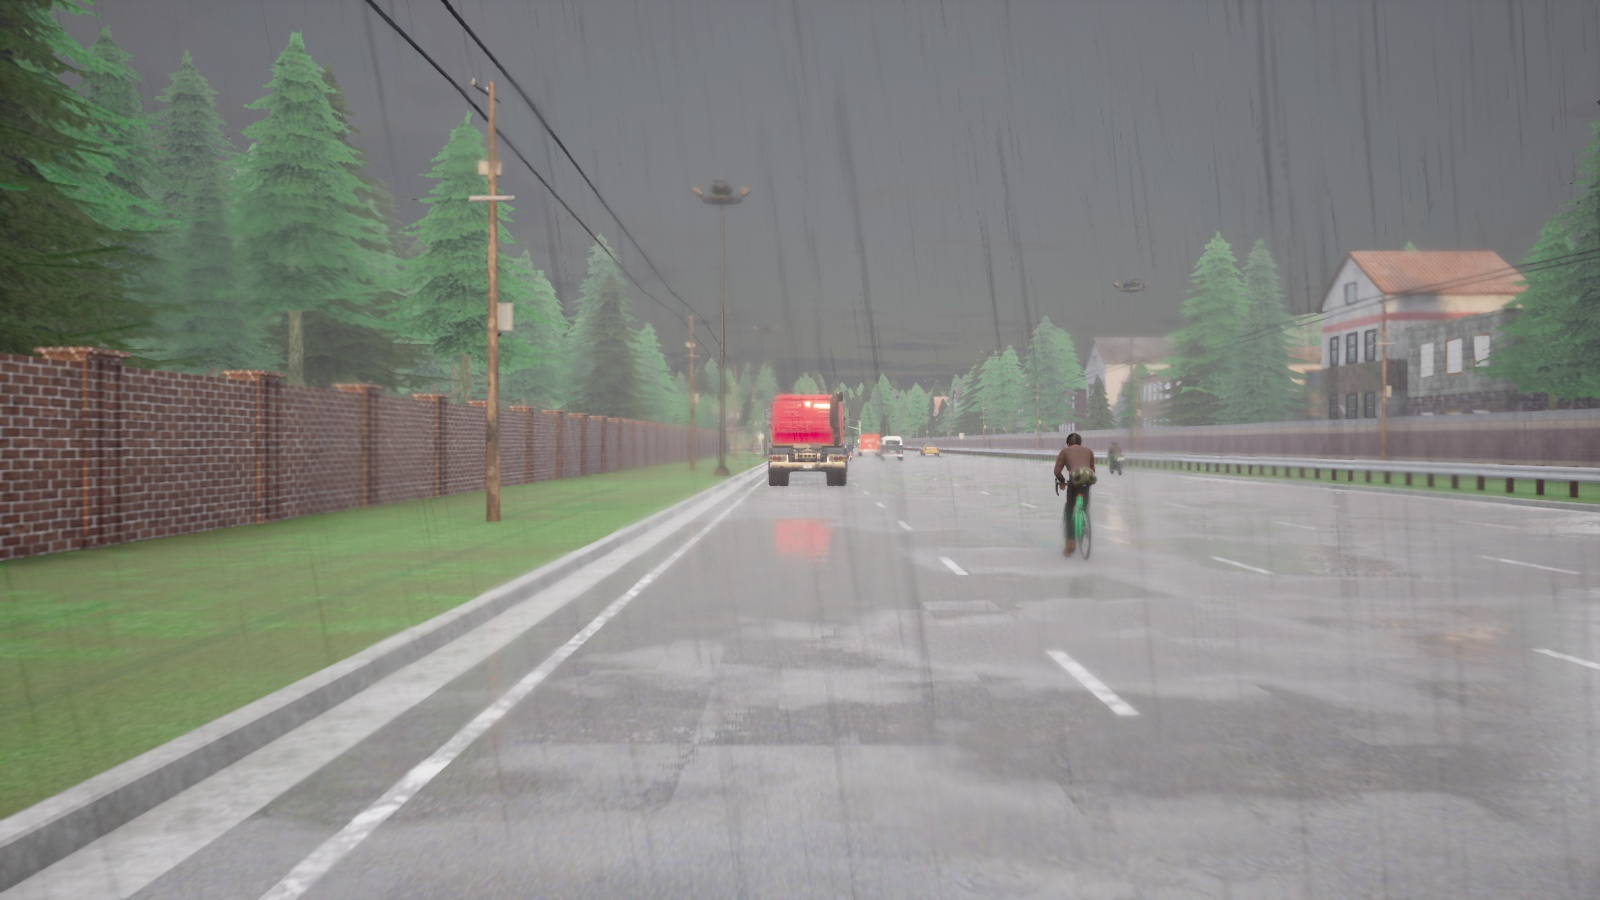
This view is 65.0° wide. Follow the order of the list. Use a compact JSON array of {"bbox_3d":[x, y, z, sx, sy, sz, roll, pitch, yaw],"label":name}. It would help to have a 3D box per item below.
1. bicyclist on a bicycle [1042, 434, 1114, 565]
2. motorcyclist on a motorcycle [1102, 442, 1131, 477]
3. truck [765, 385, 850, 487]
[{"bbox_3d":[3.609,0.610,16.390,0.582,1.620,1.656,0,0,0],"label":"bicyclist on a bicycle"},{"bbox_3d":[14.341,0.419,56.993,0.797,1.523,2.044,0,0,0],"label":"motorcyclist on a motorcycle"},{"bbox_3d":[0.282,-0.498,46.697,2.891,3.462,7.936,0,0,0],"label":"truck"}]
